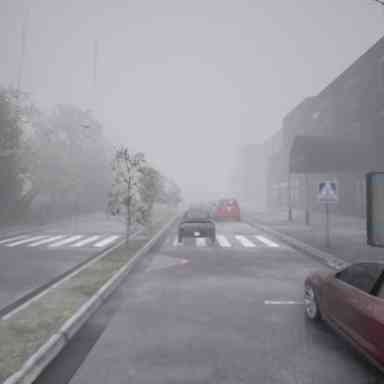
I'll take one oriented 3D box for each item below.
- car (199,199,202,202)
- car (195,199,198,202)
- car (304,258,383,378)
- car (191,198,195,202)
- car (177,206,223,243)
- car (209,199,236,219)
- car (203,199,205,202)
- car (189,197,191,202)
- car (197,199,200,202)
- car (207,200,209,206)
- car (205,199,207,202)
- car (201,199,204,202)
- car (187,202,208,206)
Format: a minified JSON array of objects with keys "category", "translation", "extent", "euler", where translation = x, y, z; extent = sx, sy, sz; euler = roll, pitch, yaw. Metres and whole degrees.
[{"category":"car","translation":[3.119,2.378,65.529],"extent":[2.002,1.452,4.674],"euler":[0,-1,-2]},{"category":"car","translation":[2.540,2.338,76.619],"extent":[2.185,1.767,4.553],"euler":[0,-1,-3]},{"category":"car","translation":[3.067,1.578,4.394],"extent":[2.163,1.488,4.792],"euler":[0,-1,0]},{"category":"car","translation":[1.654,2.585,87.727],"extent":[2.231,1.521,4.892],"euler":[0,-1,-5]},{"category":"car","translation":[0.249,1.740,17.671],"extent":[2.128,1.511,4.902],"euler":[0,-1,1]},{"category":"car","translation":[3.387,1.866,37.603],"extent":[2.185,1.767,4.553],"euler":[0,-1,1]},{"category":"car","translation":[3.430,2.233,54.321],"extent":[2.163,1.488,4.792],"euler":[0,-1,0]},{"category":"car","translation":[1.105,2.641,93.262],"extent":[2.097,1.535,5.008],"euler":[0,-1,-6]},{"category":"car","translation":[2.874,2.432,71.127],"extent":[2.163,1.488,4.792],"euler":[0,-1,-2]},{"category":"car","translation":[3.441,2.064,43.173],"extent":[2.231,1.521,4.892],"euler":[0,-1,1]},{"category":"car","translation":[3.494,2.008,48.701],"extent":[2.185,1.767,4.553],"euler":[1,-1,0]},{"category":"car","translation":[3.308,2.302,60.004],"extent":[2.163,1.488,4.792],"euler":[0,-1,-1]},{"category":"car","translation":[0.416,2.041,35.283],"extent":[1.994,1.385,4.181],"euler":[0,-1,1]}]
